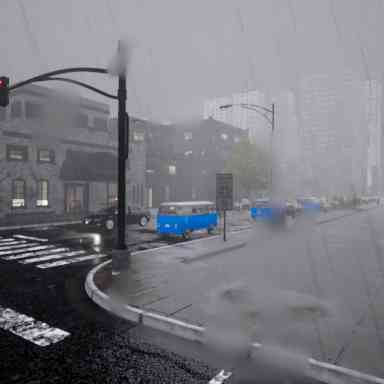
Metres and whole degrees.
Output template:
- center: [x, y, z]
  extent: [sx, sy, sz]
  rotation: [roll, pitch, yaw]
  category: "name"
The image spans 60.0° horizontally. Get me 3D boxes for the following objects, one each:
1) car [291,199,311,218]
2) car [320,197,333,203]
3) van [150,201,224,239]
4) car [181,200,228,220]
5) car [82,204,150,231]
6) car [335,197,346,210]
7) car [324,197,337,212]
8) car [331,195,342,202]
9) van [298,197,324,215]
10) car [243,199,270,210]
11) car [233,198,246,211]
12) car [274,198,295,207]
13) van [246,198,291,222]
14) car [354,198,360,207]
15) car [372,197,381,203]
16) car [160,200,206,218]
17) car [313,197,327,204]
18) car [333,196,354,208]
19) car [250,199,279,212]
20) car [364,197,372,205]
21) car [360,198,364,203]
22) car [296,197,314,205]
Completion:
- center: [9.363, 1.656, 31.225]
  extent: [1.887, 1.381, 4.507]
  rotation: [0, 0, 35]
  category: "car"
- center: [31.007, 1.792, 76.758]
  extent: [1.947, 1.339, 4.313]
  rotation: [0, 0, 35]
  category: "car"
- center: [-0.135, 1.407, 17.655]
  extent: [1.690, 1.788, 3.998]
  rotation: [0, 0, 35]
  category: "van"
- center: [1.202, 1.557, 29.657]
  extent: [1.837, 1.490, 4.892]
  rotation: [1, 0, 35]
  category: "car"
- center: [-4.699, 1.529, 21.230]
  extent: [1.837, 1.490, 4.892]
  rotation: [1, 0, 35]
  category: "car"
- center: [18.863, 1.729, 44.796]
  extent: [1.947, 1.339, 4.313]
  rotation: [0, 0, 35]
  category: "car"
- center: [15.795, 1.671, 40.412]
  extent: [1.752, 1.417, 4.829]
  rotation: [0, 0, 35]
  category: "car"
- center: [37.341, 1.713, 85.805]
  extent: [1.967, 1.590, 4.097]
  rotation: [0, 0, 35]
  category: "car"
- center: [12.531, 1.469, 35.749]
  extent: [1.690, 1.788, 3.998]
  rotation: [0, 0, 35]
  category: "van"
- center: [8.842, 1.629, 45.094]
  extent: [1.887, 1.381, 4.507]
  rotation: [0, 0, 35]
  category: "car"
- center: [5.677, 1.507, 40.570]
  extent: [1.967, 1.590, 4.097]
  rotation: [0, 0, 35]
  category: "car"
- center: [15.175, 1.666, 54.140]
  extent: [1.887, 1.381, 4.507]
  rotation: [0, 0, 35]
  category: "car"
- center: [6.198, 1.436, 26.702]
  extent: [1.690, 1.788, 3.998]
  rotation: [0, 0, 35]
  category: "van"
- center: [25.198, 1.517, 53.844]
  extent: [2.192, 1.841, 5.009]
  rotation: [0, 0, 35]
  category: "car"
- center: [44.196, 1.900, 80.984]
  extent: [1.947, 1.339, 4.313]
  rotation: [0, 0, 35]
  category: "car"
- center: [-0.755, 1.558, 31.383]
  extent: [1.752, 1.417, 4.829]
  rotation: [0, 0, 35]
  category: "car"
- center: [27.744, 1.729, 72.095]
  extent: [1.752, 1.417, 4.829]
  rotation: [0, 0, 35]
  category: "car"
- center: [22.032, 1.497, 49.320]
  extent: [2.192, 1.841, 5.009]
  rotation: [0, 0, 35]
  category: "car"
- center: [8.895, 1.618, 40.609]
  extent: [1.812, 1.442, 4.674]
  rotation: [1, 0, 35]
  category: "car"
- center: [34.696, 1.810, 67.414]
  extent: [1.887, 1.381, 4.507]
  rotation: [0, 0, 35]
  category: "car"
- center: [28.461, 1.748, 58.506]
  extent: [1.752, 1.417, 4.829]
  rotation: [0, 0, 35]
  category: "car"
- center: [21.508, 1.706, 63.187]
  extent: [1.887, 1.381, 4.507]
  rotation: [0, 0, 35]
  category: "car"
